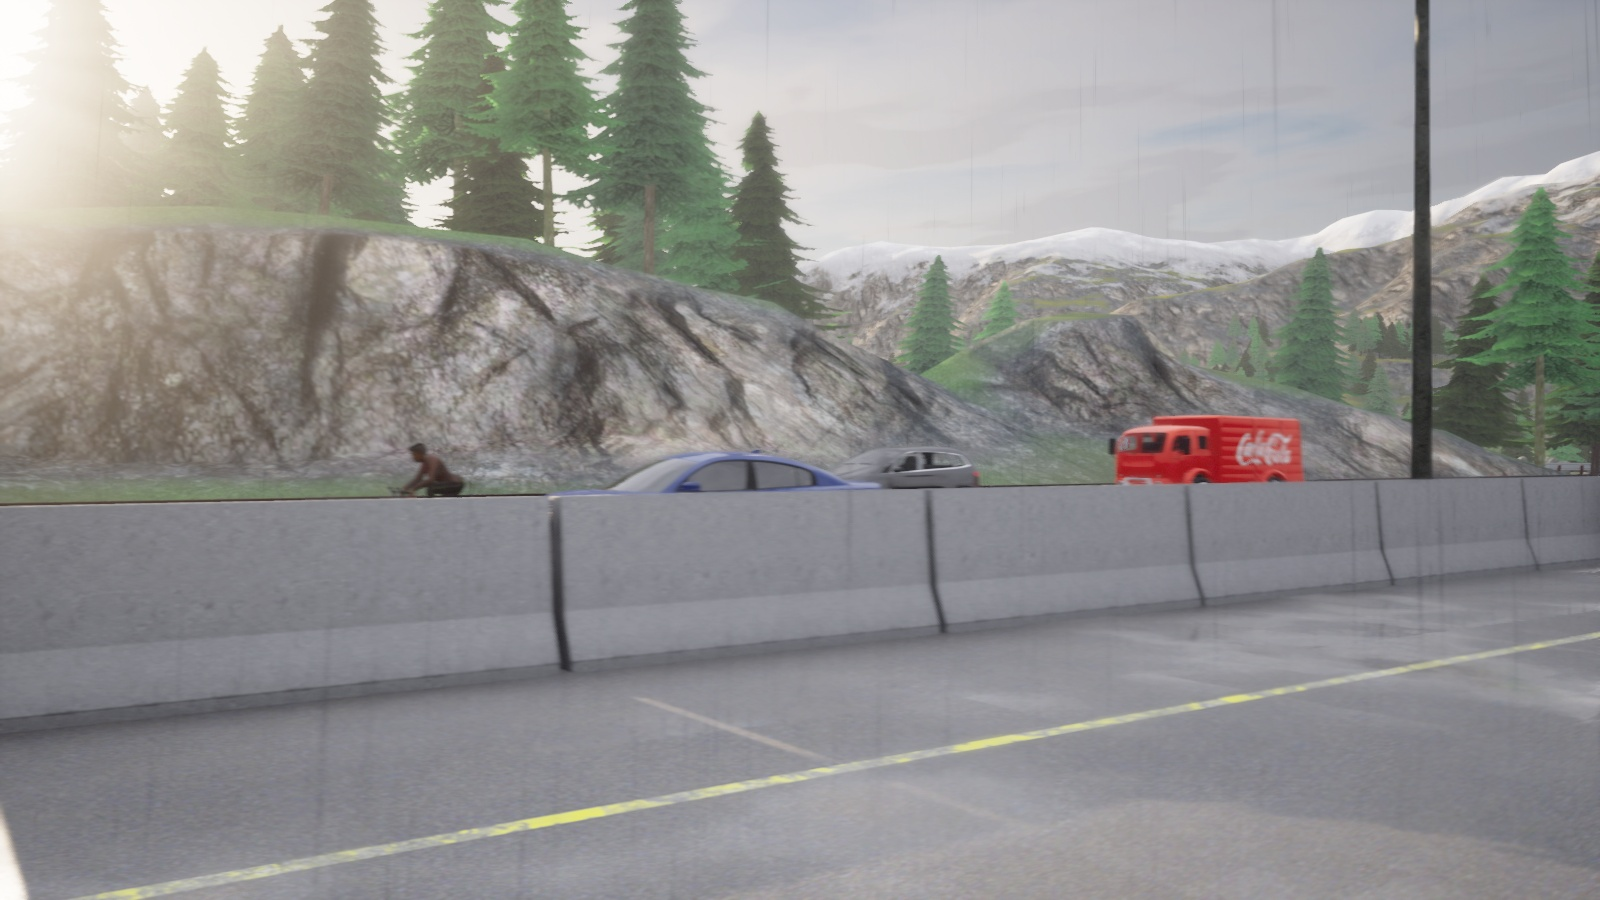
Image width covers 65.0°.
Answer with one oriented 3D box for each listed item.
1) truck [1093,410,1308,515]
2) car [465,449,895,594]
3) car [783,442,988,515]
[{"bbox_3d":[10.283,0.319,32.140,5.204,2.467,2.627,0,0,-35],"label":"truck"},{"bbox_3d":[-1.367,0.763,15.501,5.008,1.535,1.882,0,0,-35],"label":"car"},{"bbox_3d":[2.122,0.661,30.723,4.611,1.667,2.242,0,0,-35],"label":"car"}]
